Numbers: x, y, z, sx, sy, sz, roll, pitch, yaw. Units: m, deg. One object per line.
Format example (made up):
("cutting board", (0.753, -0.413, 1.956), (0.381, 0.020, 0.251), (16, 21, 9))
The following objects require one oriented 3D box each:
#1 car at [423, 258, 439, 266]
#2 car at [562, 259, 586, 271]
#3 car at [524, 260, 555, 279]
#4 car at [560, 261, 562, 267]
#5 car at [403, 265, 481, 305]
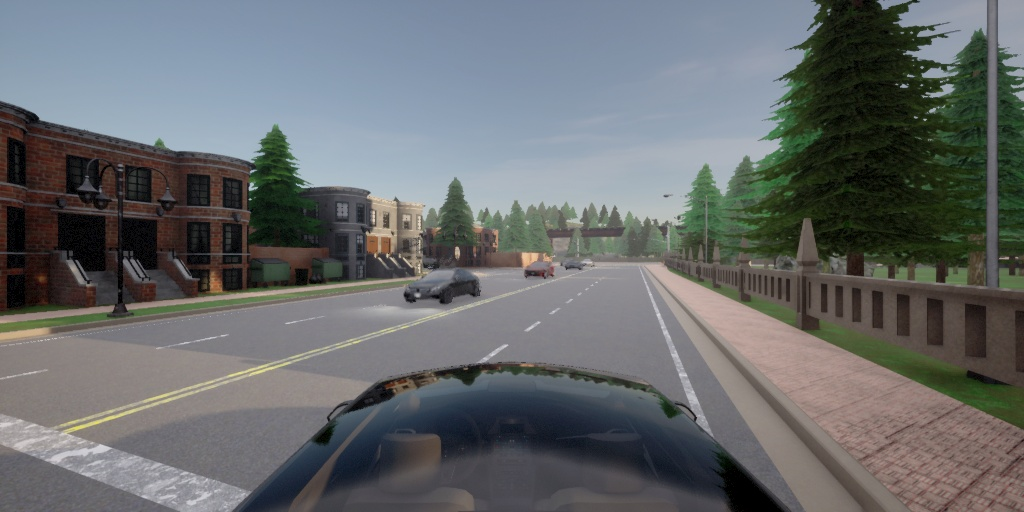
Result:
("car", (-12.904, 1.063, 52.386), (4.553, 1.767, 2.097), (0, 0, 22))
("car", (8.687, 1.314, 50.290), (1.994, 1.385, 4.181), (0, 0, 19))
("car", (2.557, 1.227, 32.413), (1.882, 1.535, 5.008), (0, 0, 19))
("car", (9.899, 1.241, 64.497), (2.128, 1.511, 4.902), (0, 0, 19))
("car", (-2.962, 1.275, 16.299), (1.812, 1.442, 4.674), (0, 0, 19))
